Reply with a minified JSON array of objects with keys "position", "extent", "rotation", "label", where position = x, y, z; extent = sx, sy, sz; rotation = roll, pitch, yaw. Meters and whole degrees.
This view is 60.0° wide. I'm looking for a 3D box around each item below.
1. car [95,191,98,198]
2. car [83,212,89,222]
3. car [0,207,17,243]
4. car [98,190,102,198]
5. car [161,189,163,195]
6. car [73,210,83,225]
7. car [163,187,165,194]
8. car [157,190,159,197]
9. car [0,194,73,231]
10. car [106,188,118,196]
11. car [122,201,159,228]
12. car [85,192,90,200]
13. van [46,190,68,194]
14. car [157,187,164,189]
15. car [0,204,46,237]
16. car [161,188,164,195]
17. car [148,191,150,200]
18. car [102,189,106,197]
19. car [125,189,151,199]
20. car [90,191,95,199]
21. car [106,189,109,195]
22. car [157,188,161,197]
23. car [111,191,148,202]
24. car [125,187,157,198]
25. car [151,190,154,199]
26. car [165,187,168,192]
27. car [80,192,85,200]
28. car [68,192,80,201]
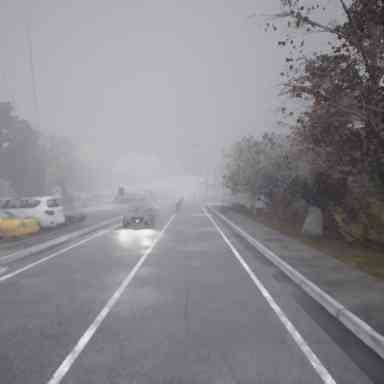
[{"position":[-23.204,0.810,70.835],"extent":[4.792,1.488,2.163],"rotation":[0,1,0],"label":"car"},{"position":[-10.071,1.602,24.425],"extent":[4.792,1.488,2.163],"rotation":[0,0,0],"label":"car"},{"position":[-10.154,1.524,13.320],"extent":[4.892,1.521,2.231],"rotation":[0,0,0],"label":"car"},{"position":[-23.213,0.722,73.625],"extent":[5.008,1.535,2.097],"rotation":[0,1,0],"label":"car"},{"position":[-10.080,0.610,79.317],"extent":[4.792,1.488,2.163],"rotation":[0,2,0],"label":"car"},{"position":[-10.118,1.559,21.649],"extent":[5.008,1.535,2.097],"rotation":[0,0,0],"label":"car"},{"position":[-10.098,0.178,87.663],"extent":[4.553,1.767,2.185],"rotation":[0,2,0],"label":"car"},{"position":[-10.123,0.811,70.949],"extent":[4.792,1.488,2.163],"rotation":[0,1,0],"label":"car"},{"position":[-10.152,1.296,18.874],"extent":[5.566,2.045,2.435],"rotation":[0,0,0],"label":"car"},{"position":[-22.962,0.303,87.561],"extent":[5.366,1.575,1.946],"rotation":[0,2,0],"label":"car"},{"position":[-3.291,1.553,22.008],"extent":[1.994,1.385,4.181],"rotation":[0,0,0],"label":"car"},{"position":[-23.446,0.854,65.385],"extent":[5.366,1.575,1.946],"rotation":[0,1,0],"label":"car"},{"position":[-23.191,0.692,54.220],"extent":[4.442,1.987,1.878],"rotation":[1,0,0],"label":"van"},{"position":[-10.112,0.279,84.884],"extent":[4.553,1.767,2.185],"rotation":[0,2,0],"label":"car"},{"position":[-10.321,1.532,16.097],"extent":[5.366,1.575,1.946],"rotation":[0,0,0],"label":"car"},{"position":[-10.124,0.526,82.104],"extent":[4.792,1.488,2.163],"rotation":[0,2,0],"label":"car"},{"position":[-10.252,0.940,57.022],"extent":[4.792,1.488,2.163],"rotation":[0,0,0],"label":"car"},{"position":[-23.199,0.657,76.415],"extent":[5.008,1.535,2.097],"rotation":[0,1,0],"label":"car"},{"position":[-10.240,0.776,59.808],"extent":[4.553,1.767,2.185],"rotation":[0,0,0],"label":"car"},{"position":[-23.432,0.820,68.180],"extent":[5.366,1.575,1.946],"rotation":[0,1,0],"label":"car"},{"position":[-23.183,0.579,79.331],"extent":[4.892,1.521,2.231],"rotation":[0,1,0],"label":"car"},{"position":[-10.092,0.530,76.526],"extent":[4.553,1.767,2.185],"rotation":[0,1,0],"label":"car"},{"position":[-10.208,0.949,54.238],"extent":[4.792,1.488,2.163],"rotation":[0,0,0],"label":"car"},{"position":[-10.209,0.609,65.378],"extent":[5.566,2.045,2.435],"rotation":[0,1,0],"label":"car"},{"position":[-10.189,0.886,62.587],"extent":[5.008,1.535,2.097],"rotation":[0,1,0],"label":"car"},{"position":[-10.032,0.075,93.239],"extent":[5.008,1.535,2.097],"rotation":[0,2,0],"label":"car"},{"position":[-23.303,0.912,62.592],"extent":[4.792,1.488,2.163],"rotation":[0,0,0],"label":"car"},{"position":[-23.292,0.939,59.680],"extent":[4.674,1.452,2.002],"rotation":[0,0,0],"label":"car"}]
